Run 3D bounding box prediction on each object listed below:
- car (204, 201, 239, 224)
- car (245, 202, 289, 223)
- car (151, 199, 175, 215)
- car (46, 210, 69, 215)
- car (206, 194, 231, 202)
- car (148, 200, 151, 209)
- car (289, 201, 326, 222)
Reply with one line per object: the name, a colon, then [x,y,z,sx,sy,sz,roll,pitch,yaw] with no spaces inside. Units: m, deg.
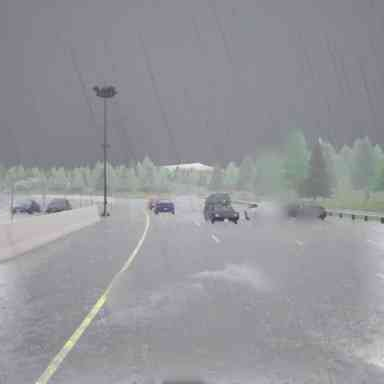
car: [2.048,1.601,24.712,1.895,1.301,4.718,0,0,-7]
car: [5.451,1.526,25.620,1.812,1.442,4.674,0,0,-7]
car: [-2.954,1.478,34.672,1.882,1.535,5.008,0,0,-10]
car: [-13.538,1.507,33.850,1.837,1.490,4.892,0,-1,-9]
car: [3.108,1.219,40.425,2.150,2.045,5.566,0,0,-11]
car: [-4.744,1.601,43.906,1.895,1.301,4.718,0,0,-13]
car: [8.847,1.493,26.621,2.128,1.511,4.902,0,0,-7]
